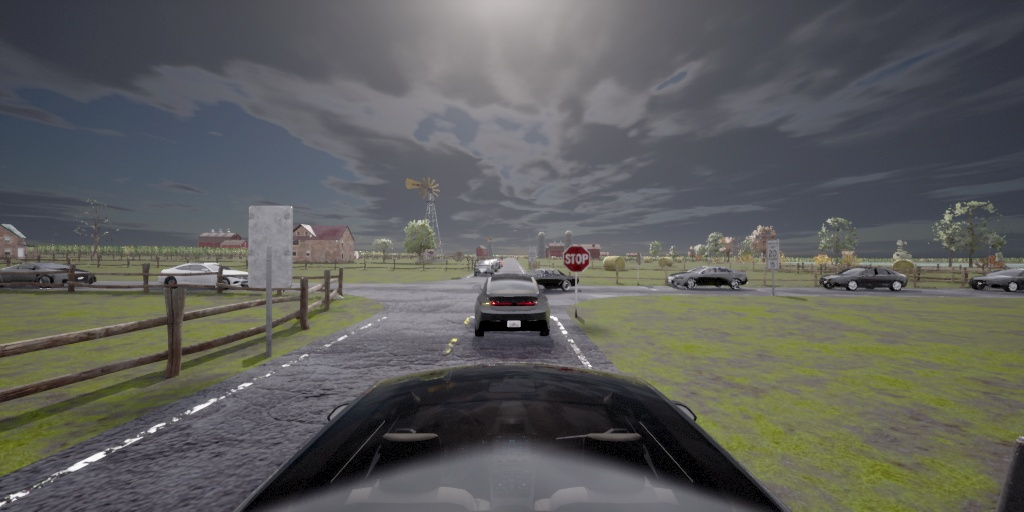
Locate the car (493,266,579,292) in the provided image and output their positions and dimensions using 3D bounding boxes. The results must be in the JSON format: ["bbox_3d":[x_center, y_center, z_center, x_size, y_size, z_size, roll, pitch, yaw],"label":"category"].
[{"bbox_3d":[1.517,1.369,20.403,4.718,1.301,1.895,1,0,-35],"label":"car"}]

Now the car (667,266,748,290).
[{"bbox_3d":[12.819,1.397,23.621,4.902,1.511,2.128,1,-1,-2],"label":"car"}]

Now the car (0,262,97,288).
[{"bbox_3d":[-26.346,1.048,20.218,4.181,1.385,1.994,1,-1,-1],"label":"car"}]

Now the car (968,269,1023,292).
[{"bbox_3d":[33.591,1.604,23.916,4.892,1.490,1.837,0,-1,-1],"label":"car"}]

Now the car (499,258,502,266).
[{"bbox_3d":[-2.809,1.241,46.494,2.128,1.511,4.902,0,0,0],"label":"car"}]

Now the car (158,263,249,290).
[{"bbox_3d":[-17.226,1.103,20.332,4.674,1.442,1.812,1,-1,-1],"label":"car"}]

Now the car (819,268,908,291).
[{"bbox_3d":[23.203,1.509,23.796,4.892,1.490,1.837,1,-1,-1],"label":"car"}]

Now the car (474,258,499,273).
[{"bbox_3d":[-2.825,1.243,37.048,2.128,1.511,4.902,0,0,0],"label":"car"}]

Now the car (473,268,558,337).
[{"bbox_3d":[-0.065,1.256,10.359,1.837,1.490,4.892,0,0,-3],"label":"car"}]
